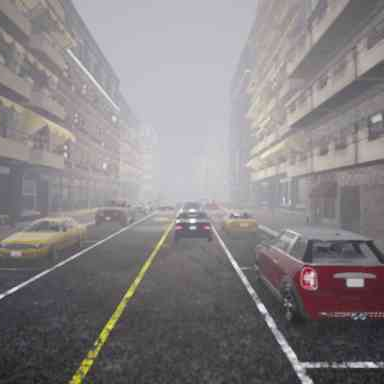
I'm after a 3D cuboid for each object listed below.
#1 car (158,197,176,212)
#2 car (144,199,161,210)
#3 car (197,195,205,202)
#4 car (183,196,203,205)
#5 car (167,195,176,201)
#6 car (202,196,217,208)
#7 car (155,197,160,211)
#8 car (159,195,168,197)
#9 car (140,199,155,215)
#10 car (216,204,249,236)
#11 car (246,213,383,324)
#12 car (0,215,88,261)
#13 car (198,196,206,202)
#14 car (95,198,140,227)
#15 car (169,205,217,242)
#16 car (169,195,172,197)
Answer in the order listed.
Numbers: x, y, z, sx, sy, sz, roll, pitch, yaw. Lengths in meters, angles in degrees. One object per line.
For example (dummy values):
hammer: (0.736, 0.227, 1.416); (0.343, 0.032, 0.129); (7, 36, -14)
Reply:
car: (-2.865, 1.644, 40.828); (2.033, 1.411, 5.357); (0, 0, 0)
car: (-5.436, 1.694, 45.963); (1.802, 1.307, 4.206); (1, 0, 0)
car: (2.334, 1.620, 84.851); (1.967, 1.590, 4.097); (1, 0, 0)
car: (-0.015, 1.568, 40.125); (1.882, 1.535, 5.008); (0, 0, 0)
car: (-5.571, 1.644, 90.355); (1.967, 1.590, 4.097); (1, 0, 0)
car: (2.445, 1.539, 46.007); (1.967, 1.590, 4.097); (1, 0, 0)
car: (-5.420, 1.666, 40.414); (1.947, 1.339, 4.313); (1, 0, 0)
car: (-5.468, 1.687, 57.061); (2.008, 1.369, 4.403); (1, 0, 0)
car: (-5.404, 1.639, 34.865); (2.008, 1.369, 4.403); (1, 0, 0)
car: (2.524, 1.564, 18.431); (1.752, 1.417, 4.829); (1, 0, 0)
car: (2.557, 1.453, 7.164); (1.967, 1.590, 4.097); (1, 0, 0)
car: (-5.339, 1.563, 12.499); (1.752, 1.417, 4.829); (1, 0, 0)
car: (2.348, 1.750, 79.301); (1.802, 1.307, 4.206); (1, 0, 0)
car: (-5.369, 1.378, 23.767); (2.192, 1.841, 5.009); (1, 0, 0)
car: (0.040, 1.586, 16.753); (2.033, 1.411, 5.357); (0, 0, 0)
car: (-5.481, 1.462, 62.610); (2.192, 1.841, 5.009); (1, 0, 0)
